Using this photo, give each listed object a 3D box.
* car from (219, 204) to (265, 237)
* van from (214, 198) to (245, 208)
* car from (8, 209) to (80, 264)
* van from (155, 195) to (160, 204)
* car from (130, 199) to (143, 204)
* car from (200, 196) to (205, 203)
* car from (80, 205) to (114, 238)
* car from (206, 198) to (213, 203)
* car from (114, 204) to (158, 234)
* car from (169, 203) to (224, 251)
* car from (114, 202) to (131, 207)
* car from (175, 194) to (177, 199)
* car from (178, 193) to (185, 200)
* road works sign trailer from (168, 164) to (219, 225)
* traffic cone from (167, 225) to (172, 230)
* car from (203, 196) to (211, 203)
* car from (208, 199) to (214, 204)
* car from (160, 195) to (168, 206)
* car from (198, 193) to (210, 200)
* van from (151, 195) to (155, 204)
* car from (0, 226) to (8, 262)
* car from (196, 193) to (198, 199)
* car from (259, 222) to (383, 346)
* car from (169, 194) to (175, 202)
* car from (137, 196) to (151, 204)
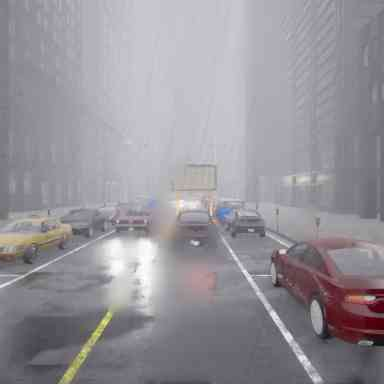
[{"bbox_3d":[2.745,1.554,17.684,2.008,1.369,4.403,0,0,0],"label":"car"},{"bbox_3d":[2.739,1.347,23.320,1.690,1.788,3.998,0,0,0],"label":"van"},{"bbox_3d":[-5.775,1.527,11.853,1.752,1.417,4.829,0,0,0],"label":"car"},{"bbox_3d":[-5.806,1.366,45.843,1.690,1.788,3.998,0,0,0],"label":"van"},{"bbox_3d":[-5.790,1.575,28.933,1.947,1.339,4.313,0,0,0],"label":"car"},{"bbox_3d":[2.715,1.576,51.502,1.887,1.381,4.507,0,0,0],"label":"car"},{"bbox_3d":[-5.780,1.569,17.659,1.947,1.339,4.313,0,0,0],"label":"car"},{"bbox_3d":[2.730,1.596,34.593,1.802,1.307,4.206,0,0,0],"label":"car"},{"bbox_3d":[-3.118,1.604,19.297,1.895,1.301,4.718,0,0,0],"label":"car"},{"bbox_3d":[0.081,1.487,14.044,1.837,1.490,4.892,0,1,-1],"label":"car"},{"bbox_3d":[-5.785,1.588,23.297,1.802,1.307,4.206,0,0,0],"label":"car"},{"bbox_3d":[-5.845,1.659,90.935,1.947,1.339,4.313,0,0,0],"label":"car"},{"bbox_3d":[-3.083,1.592,94.272,2.128,1.511,4.902,0,0,0],"label":"car"},{"bbox_3d":[0.149,0.321,17.913,2.380,3.560,2.880,0,0,8],"label":"road works sign trailer"},{"bbox_3d":[-1.307,2.076,17.437,0.340,0.340,0.580,0,0,3],"label":"traffic cone"},{"bbox_3d":[2.725,1.570,40.229,2.008,1.369,4.403,0,0,0],"label":"car"},{"bbox_3d":[2.734,1.560,28.957,2.008,1.369,4.403,0,0,0],"label":"car"},{"bbox_3d":[-5.816,1.353,57.115,2.192,1.841,5.009,0,0,0],"label":"car"},{"bbox_3d":[2.704,1.361,62.774,2.192,1.841,5.009,0,0,0],"label":"car"},{"bbox_3d":[-5.801,1.360,40.206,1.690,1.788,3.998,0,0,0],"label":"van"},{"bbox_3d":[-5.770,1.566,6.387,1.947,1.339,4.313,0,0,0],"label":"car"},{"bbox_3d":[2.684,1.608,85.489,1.752,1.417,4.829,0,0,0],"label":"car"},{"bbox_3d":[2.755,1.545,6.412,1.887,1.381,4.507,0,0,0],"label":"car"},{"bbox_3d":[-5.835,1.617,79.662,1.887,1.381,4.507,0,0,0],"label":"car"},{"bbox_3d":[-5.796,1.454,34.570,1.967,1.590,4.097,0,0,0],"label":"car"}]
